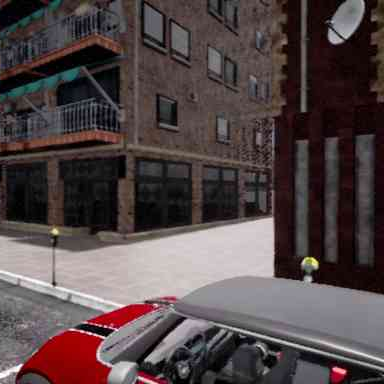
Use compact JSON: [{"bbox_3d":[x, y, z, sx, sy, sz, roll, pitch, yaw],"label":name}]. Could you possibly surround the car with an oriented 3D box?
[{"bbox_3d":[0.368,1.440,2.604,4.097,1.590,1.967,0,0,36],"label":"car"}]
